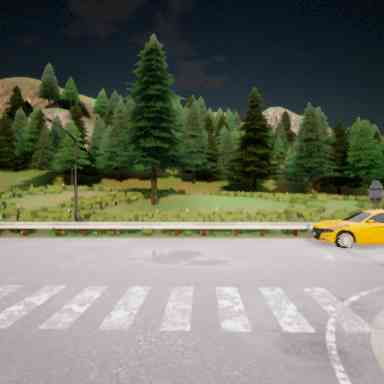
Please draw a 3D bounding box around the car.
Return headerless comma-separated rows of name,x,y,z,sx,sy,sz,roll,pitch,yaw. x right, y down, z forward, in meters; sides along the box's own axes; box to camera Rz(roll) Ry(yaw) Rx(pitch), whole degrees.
car,7.616,1.473,13.845,5.008,1.535,1.882,0,0,1
